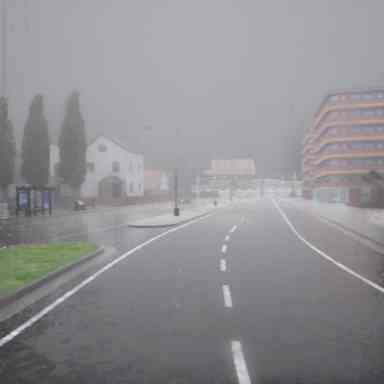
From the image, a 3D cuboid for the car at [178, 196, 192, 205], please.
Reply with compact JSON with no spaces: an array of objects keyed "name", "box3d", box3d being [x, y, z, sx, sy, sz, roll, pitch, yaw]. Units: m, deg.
[{"name":"car","box3d":[-1.385,1.578,63.368,2.128,1.511,4.902,-1,0,13]}]
